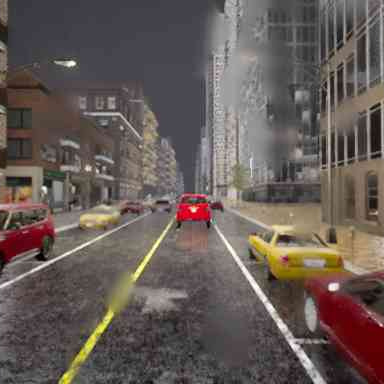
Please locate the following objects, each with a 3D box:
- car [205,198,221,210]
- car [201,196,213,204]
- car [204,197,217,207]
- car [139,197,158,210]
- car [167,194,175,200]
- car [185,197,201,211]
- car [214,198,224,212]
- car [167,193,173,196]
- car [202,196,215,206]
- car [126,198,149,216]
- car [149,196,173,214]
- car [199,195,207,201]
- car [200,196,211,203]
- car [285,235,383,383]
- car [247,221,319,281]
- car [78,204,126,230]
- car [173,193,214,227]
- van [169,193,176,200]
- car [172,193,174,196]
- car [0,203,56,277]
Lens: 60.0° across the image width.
[{"bbox_3d":[2.685,1.477,43.609,1.887,1.381,4.507,1,0,0],"label":"car"},{"bbox_3d":[2.689,1.461,60.703,2.008,1.369,4.403,1,0,0],"label":"car"},{"bbox_3d":[2.686,1.450,49.478,1.752,1.417,4.829,1,0,0],"label":"car"},{"bbox_3d":[-5.662,1.458,43.566,1.752,1.417,4.829,1,0,0],"label":"car"},{"bbox_3d":[-5.649,1.327,89.315,1.967,1.590,4.097,1,0,0],"label":"car"},{"bbox_3d":[0.112,1.440,40.912,1.837,1.490,4.892,0,0,0],"label":"car"},{"bbox_3d":[2.682,1.523,37.911,1.802,1.307,4.206,1,0,0],"label":"car"},{"bbox_3d":[-5.654,1.419,77.750,1.752,1.417,4.829,1,0,0],"label":"car"},{"bbox_3d":[2.687,1.462,55.006,1.887,1.381,4.507,1,0,0],"label":"car"},{"bbox_3d":[-5.665,1.493,32.340,1.887,1.381,4.507,1,0,0],"label":"car"},{"bbox_3d":[-3.087,1.471,34.705,1.812,1.442,4.674,0,0,0],"label":"car"},{"bbox_3d":[2.694,1.435,83.495,1.887,1.381,4.507,1,0,0],"label":"car"},{"bbox_3d":[2.690,1.449,66.401,1.887,1.381,4.507,1,0,0],"label":"car"},{"bbox_3d":[2.674,1.538,3.725,1.887,1.381,4.507,1,0,0],"label":"car"},{"bbox_3d":[2.676,1.509,9.592,1.752,1.417,4.829,1,0,0],"label":"car"},{"bbox_3d":[-5.668,1.491,20.775,1.752,1.417,4.829,1,0,0],"label":"car"},{"bbox_3d":[0.112,1.186,22.705,2.150,2.045,5.566,0,0,0],"label":"car"},{"bbox_3d":[-5.646,1.226,95.013,1.690,1.788,3.998,1,0,0],"label":"van"},{"bbox_3d":[-2.979,1.200,77.022,1.837,1.490,4.892,0,0,0],"label":"car"},{"bbox_3d":[-5.666,1.299,9.549,2.192,1.841,5.009,1,0,0],"label":"car"}]
